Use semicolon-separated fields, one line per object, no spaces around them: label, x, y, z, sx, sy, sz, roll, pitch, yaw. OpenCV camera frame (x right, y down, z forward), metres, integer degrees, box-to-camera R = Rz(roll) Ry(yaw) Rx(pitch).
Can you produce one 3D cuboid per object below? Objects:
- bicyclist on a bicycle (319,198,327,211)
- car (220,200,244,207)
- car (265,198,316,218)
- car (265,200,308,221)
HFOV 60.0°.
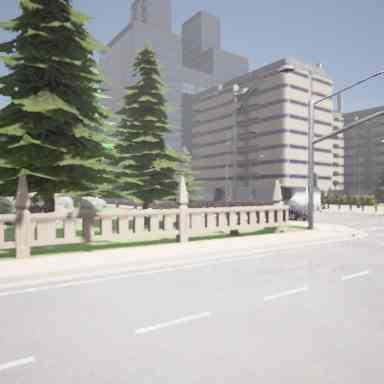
bicyclist on a bicycle;16.767;1.610;42.559;1.656;1.620;0.582;0;0;-35
car;4.488;1.697;40.867;1.882;1.535;5.008;1;0;-35
car;9.812;1.572;33.393;2.097;1.767;4.553;1;0;-35
car;8.274;1.696;29.517;1.837;1.490;4.892;1;0;-35
